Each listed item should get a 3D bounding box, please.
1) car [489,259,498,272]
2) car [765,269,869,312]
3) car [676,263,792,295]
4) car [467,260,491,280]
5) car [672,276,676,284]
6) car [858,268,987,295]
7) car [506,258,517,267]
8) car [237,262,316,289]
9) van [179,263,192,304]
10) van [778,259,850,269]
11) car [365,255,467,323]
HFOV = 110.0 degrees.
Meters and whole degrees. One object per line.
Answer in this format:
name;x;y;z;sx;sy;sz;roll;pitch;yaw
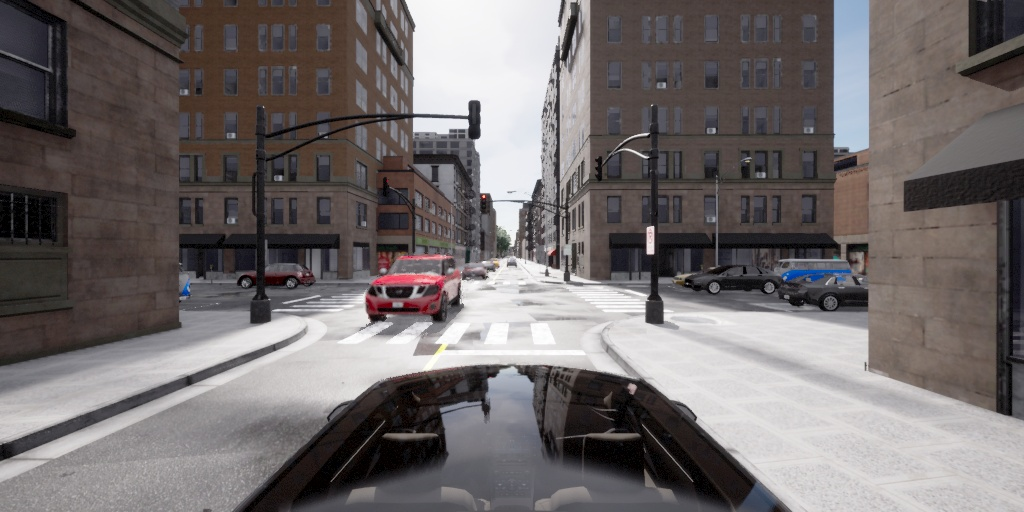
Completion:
car;-3.128;1.294;45.436;1.994;1.385;4.181;0;0;0
car;12.514;1.304;13.460;4.403;1.370;2.007;0;0;1
car;11.918;1.248;19.434;4.892;1.490;1.837;0;0;-1
car;-3.132;1.267;31.238;1.812;1.442;4.674;0;0;0
car;12.410;1.263;21.986;4.829;1.417;1.751;0;0;1
car;21.951;1.345;19.323;4.718;1.301;1.895;0;0;1
car;-0.038;1.259;63.733;2.033;1.411;5.357;0;0;0
car;-14.615;1.172;22.251;4.097;1.591;1.967;0;0;1
van;-14.681;1.089;13.726;3.998;1.789;1.690;0;0;1
van;18.249;1.080;21.929;3.998;1.789;1.690;0;0;1
car;-3.106;0.970;12.522;2.150;2.045;5.566;0;0;0
